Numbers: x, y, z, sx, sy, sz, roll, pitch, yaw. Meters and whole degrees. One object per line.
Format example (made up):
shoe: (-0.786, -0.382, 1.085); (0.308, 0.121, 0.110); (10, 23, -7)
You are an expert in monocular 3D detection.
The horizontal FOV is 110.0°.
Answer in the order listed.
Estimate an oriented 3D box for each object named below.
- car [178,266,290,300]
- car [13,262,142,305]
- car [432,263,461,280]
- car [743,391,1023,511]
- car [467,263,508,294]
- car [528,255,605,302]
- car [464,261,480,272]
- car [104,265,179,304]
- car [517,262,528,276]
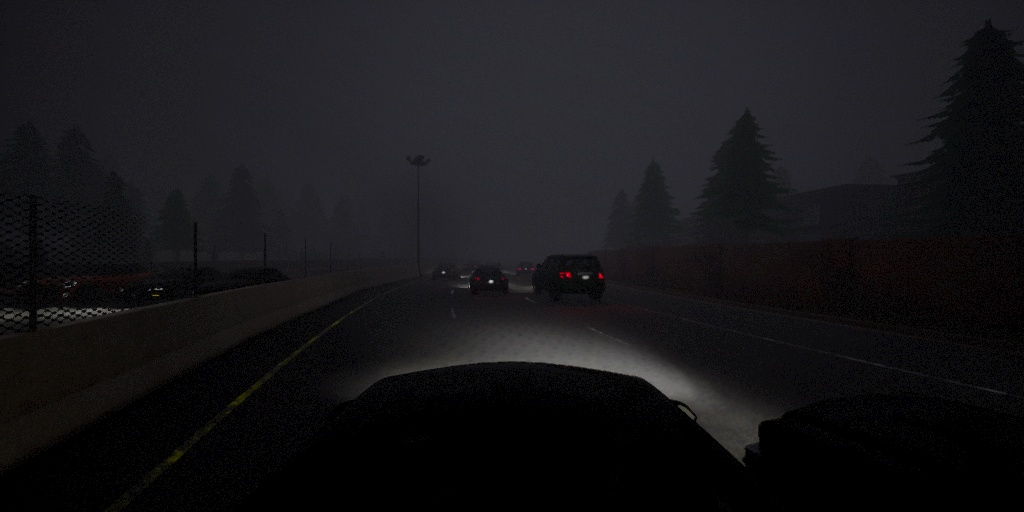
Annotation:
car: (-11.446, 1.252, 15.537); (1.837, 1.490, 4.892); (0, 0, -9)
car: (-18.553, 1.100, 15.931); (2.097, 1.767, 4.553); (0, 0, -8)
car: (-5.552, 1.304, 30.820); (1.994, 1.385, 4.181); (0, 0, -2)
car: (3.278, 1.350, 0.795); (1.895, 1.301, 4.718); (0, 0, -20)
car: (-1.365, 1.307, 20.470); (1.994, 1.385, 4.181); (0, 0, -8)
car: (2.562, 0.965, 17.376); (2.150, 2.045, 5.566); (0, 0, -10)
car: (-4.644, 1.282, 45.276); (2.033, 1.411, 5.357); (0, 0, 8)
car: (-15.115, 1.252, 16.401); (1.837, 1.490, 4.892); (0, 0, -8)
car: (1.441, 1.284, 36.451); (2.033, 1.411, 5.357); (0, 0, 3)
